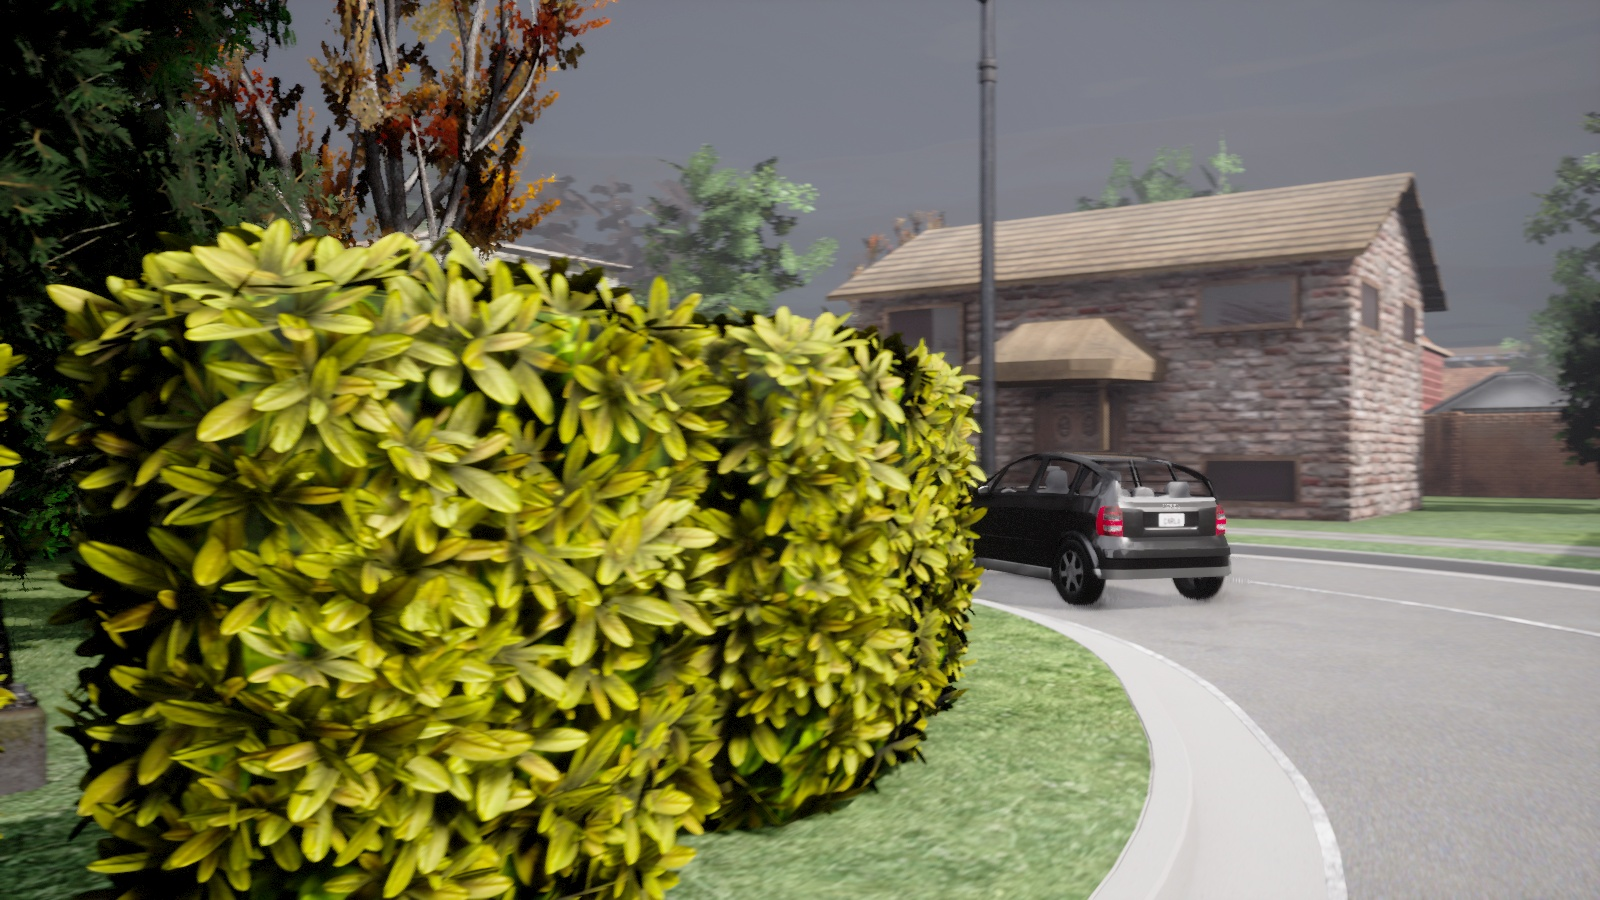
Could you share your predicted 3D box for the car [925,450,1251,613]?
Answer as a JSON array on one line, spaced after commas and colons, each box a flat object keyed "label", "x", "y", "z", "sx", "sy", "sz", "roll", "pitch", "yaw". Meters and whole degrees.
[{"label": "car", "x": 3.022, "y": 0.787, "z": 13.973, "sx": 1.789, "sy": 1.549, "sz": 3.705, "roll": 0, "pitch": 0, "yaw": -20}]
